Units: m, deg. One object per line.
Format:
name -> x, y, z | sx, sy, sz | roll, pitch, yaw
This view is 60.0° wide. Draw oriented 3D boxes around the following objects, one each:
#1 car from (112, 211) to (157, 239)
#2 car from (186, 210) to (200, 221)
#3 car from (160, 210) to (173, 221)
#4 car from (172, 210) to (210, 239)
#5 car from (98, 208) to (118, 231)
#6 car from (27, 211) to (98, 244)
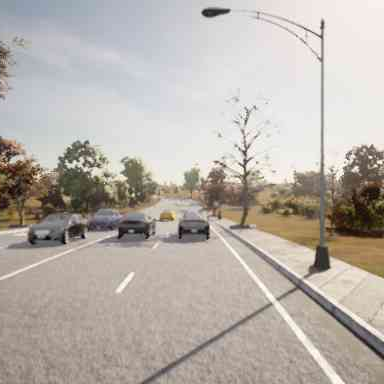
car -> -3.380, 2.063, 20.969 | 1.837, 1.490, 4.892 | 0, -3, 0
car -> 0.118, 3.252, 46.232 | 1.812, 1.442, 4.674 | 0, -3, 0
car -> -3.381, 3.209, 46.320 | 1.882, 1.535, 5.008 | 0, -3, 0
car -> 0.120, 2.045, 20.850 | 2.128, 1.511, 4.902 | 0, -3, 0
car -> -7.061, 2.209, 27.351 | 2.097, 1.767, 4.553 | 0, -3, 0
car -> -7.067, 1.925, 18.075 | 2.128, 1.511, 4.902 | 0, -2, 0
